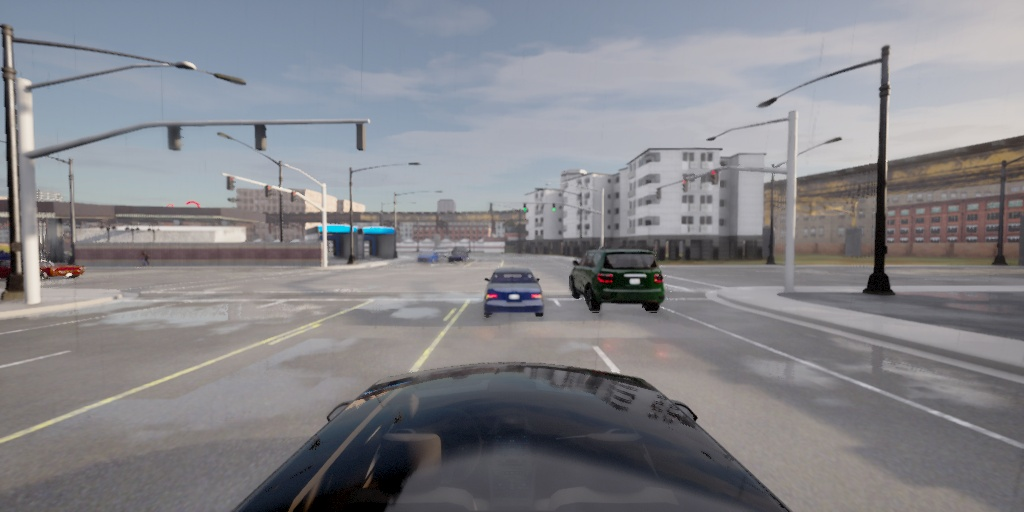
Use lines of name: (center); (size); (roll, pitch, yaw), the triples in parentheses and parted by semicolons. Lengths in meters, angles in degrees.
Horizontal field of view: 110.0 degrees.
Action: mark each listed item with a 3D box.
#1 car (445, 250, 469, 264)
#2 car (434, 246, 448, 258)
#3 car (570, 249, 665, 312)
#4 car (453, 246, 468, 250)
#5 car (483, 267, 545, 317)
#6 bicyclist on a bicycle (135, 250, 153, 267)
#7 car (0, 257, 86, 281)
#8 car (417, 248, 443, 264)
car: (-6.677, 0.214, 44.324); (1.895, 1.301, 4.718); (0, 2, -1)
car: (-12.047, -0.668, 60.423); (2.150, 2.045, 5.566); (-1, 2, -17)
car: (3.546, 0.745, 13.035); (2.150, 2.045, 5.566); (0, 2, 0)
car: (-8.956, -0.729, 62.333); (2.150, 2.045, 5.566); (-1, 2, -18)
car: (0.015, 1.094, 12.220); (2.033, 1.411, 5.357); (0, 1, -1)
bicyclist on a bicycle: (-34.793, 0.262, 33.897); (0.582, 1.620, 1.656); (0, 2, -1)
car: (-30.706, 0.898, 23.026); (4.718, 1.301, 1.895); (0, 2, -1)
car: (-10.177, 0.110, 43.803); (1.882, 1.535, 5.008); (0, 2, -1)
